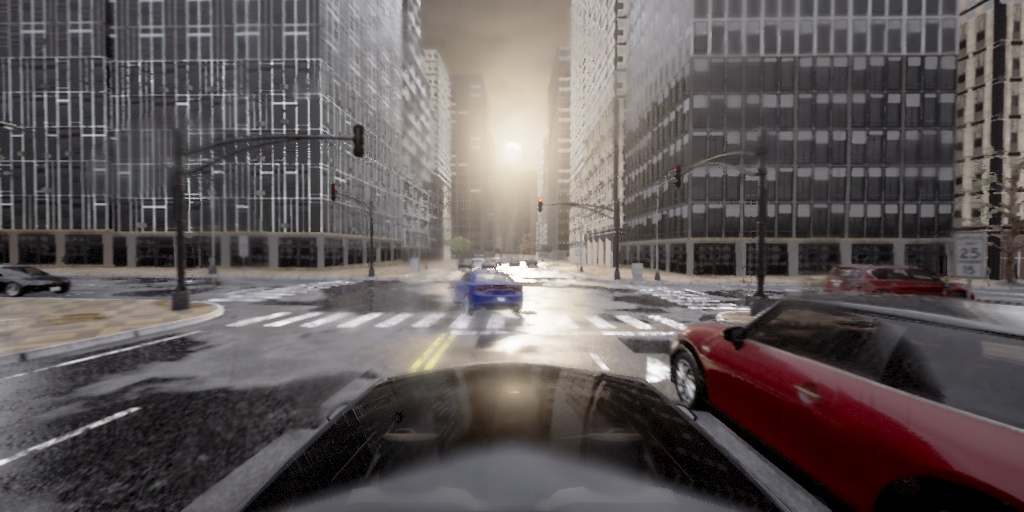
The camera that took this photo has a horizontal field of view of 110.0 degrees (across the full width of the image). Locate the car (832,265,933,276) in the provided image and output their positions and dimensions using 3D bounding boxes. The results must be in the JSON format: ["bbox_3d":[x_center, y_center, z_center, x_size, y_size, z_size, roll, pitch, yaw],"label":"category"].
[{"bbox_3d":[16.274,1.324,15.329,5.009,1.841,2.192,0,0,1],"label":"car"}]

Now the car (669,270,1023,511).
[{"bbox_3d":[3.261,1.112,3.262,2.097,1.767,4.553,0,0,1],"label":"car"}]

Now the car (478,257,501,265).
[{"bbox_3d":[-3.001,1.190,49.113,2.033,1.411,5.357,0,0,1],"label":"car"}]

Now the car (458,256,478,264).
[{"bbox_3d":[-6.247,1.135,49.473,1.837,1.490,4.892,0,0,1],"label":"car"}]

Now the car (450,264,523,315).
[{"bbox_3d":[-1.113,1.269,13.995,1.882,1.535,5.008,2,-1,-18],"label":"car"}]

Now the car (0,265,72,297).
[{"bbox_3d":[-22.645,1.078,16.133,4.313,1.339,1.948,0,0,2],"label":"car"}]
